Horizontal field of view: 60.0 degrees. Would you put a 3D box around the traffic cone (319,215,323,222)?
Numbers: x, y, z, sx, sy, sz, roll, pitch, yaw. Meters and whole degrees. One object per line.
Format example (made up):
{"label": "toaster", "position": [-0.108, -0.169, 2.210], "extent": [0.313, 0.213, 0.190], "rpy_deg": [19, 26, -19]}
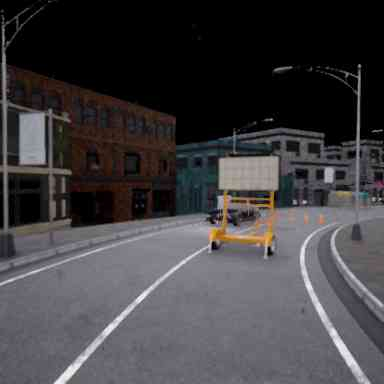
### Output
{"label": "traffic cone", "position": [9.123, 1.842, 23.531], "extent": [0.340, 0.580, 0.340], "rpy_deg": [1, 1, 26]}

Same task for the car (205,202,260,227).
{"label": "car", "position": [2.849, 1.358, 21.769], "extent": [2.033, 1.411, 5.357], "rpy_deg": [1, 1, 31]}

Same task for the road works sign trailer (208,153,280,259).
{"label": "road works sign trailer", "position": [2.154, 0.369, 12.560], "extent": [2.380, 3.560, 2.880], "rpy_deg": [1, 1, 27]}

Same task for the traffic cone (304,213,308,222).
{"label": "traffic cone", "position": [8.227, 1.821, 23.974], "extent": [0.340, 0.580, 0.340], "rpy_deg": [1, 1, 26]}
